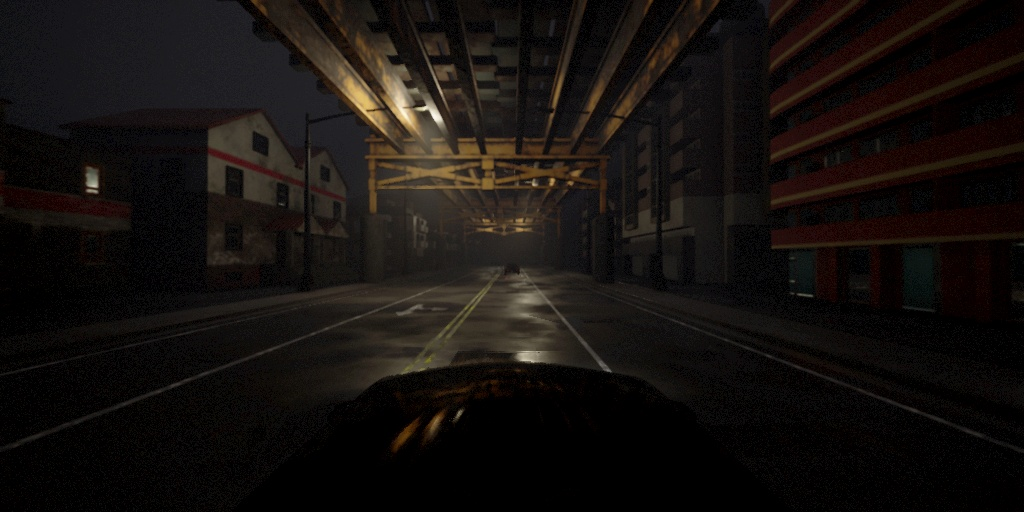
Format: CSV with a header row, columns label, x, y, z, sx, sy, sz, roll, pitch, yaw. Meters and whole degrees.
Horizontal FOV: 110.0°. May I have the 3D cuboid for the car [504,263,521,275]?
label,x,y,z,sx,sy,sz,roll,pitch,yaw
car,0.011,1.578,43.893,1.812,1.442,4.674,0,0,0
